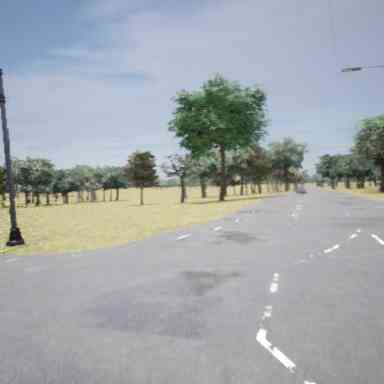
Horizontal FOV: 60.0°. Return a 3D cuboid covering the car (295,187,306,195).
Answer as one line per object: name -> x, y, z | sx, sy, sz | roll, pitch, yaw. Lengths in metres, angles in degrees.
car -> 23.188, -0.203, 71.074 | 1.837, 1.490, 4.892 | -1, 1, 26
